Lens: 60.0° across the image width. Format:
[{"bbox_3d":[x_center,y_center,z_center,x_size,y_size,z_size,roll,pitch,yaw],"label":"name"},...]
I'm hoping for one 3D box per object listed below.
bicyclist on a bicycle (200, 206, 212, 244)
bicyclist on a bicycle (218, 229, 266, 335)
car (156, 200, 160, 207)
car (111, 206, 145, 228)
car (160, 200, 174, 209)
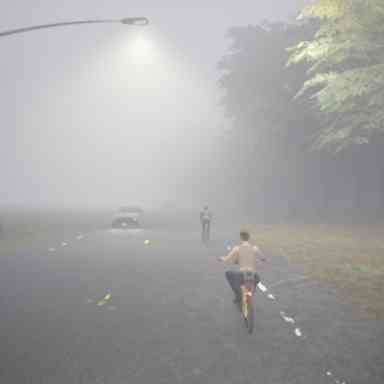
[{"bbox_3d":[0.627,1.475,14.922,0.582,1.620,1.656,0,-1,-2],"label":"bicyclist on a bicycle"},{"bbox_3d":[0.888,1.425,5.716,0.866,1.612,1.509,0,0,-1],"label":"bicyclist on a bicycle"},{"bbox_3d":[-6.835,2.542,73.628,2.033,1.411,5.357,0,-1,-11],"label":"car"},{"bbox_3d":[-4.351,1.661,23.352,2.033,1.411,5.357,0,-1,-3],"label":"car"},{"bbox_3d":[-4.144,2.235,57.557,1.837,1.490,4.892,0,-1,-8],"label":"car"}]
